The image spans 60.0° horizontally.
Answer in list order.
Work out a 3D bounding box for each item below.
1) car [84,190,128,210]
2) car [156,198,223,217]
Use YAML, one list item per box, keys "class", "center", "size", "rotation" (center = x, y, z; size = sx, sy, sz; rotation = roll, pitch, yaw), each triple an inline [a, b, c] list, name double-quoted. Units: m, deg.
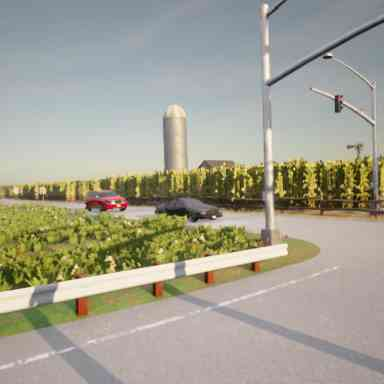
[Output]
- class: "car"
  center: [-8.203, 0.855, 31.254]
  size: [2.150, 2.045, 5.566]
  rotation: [-3, 2, -40]
- class: "car"
  center: [-0.404, 1.132, 22.077]
  size: [2.033, 1.411, 5.357]
  rotation: [-3, 2, -40]
